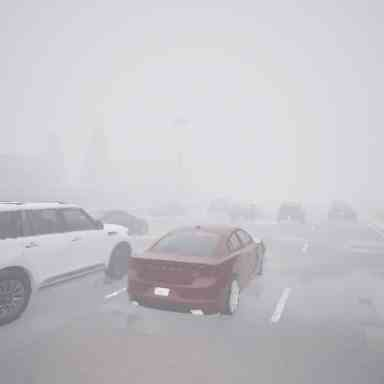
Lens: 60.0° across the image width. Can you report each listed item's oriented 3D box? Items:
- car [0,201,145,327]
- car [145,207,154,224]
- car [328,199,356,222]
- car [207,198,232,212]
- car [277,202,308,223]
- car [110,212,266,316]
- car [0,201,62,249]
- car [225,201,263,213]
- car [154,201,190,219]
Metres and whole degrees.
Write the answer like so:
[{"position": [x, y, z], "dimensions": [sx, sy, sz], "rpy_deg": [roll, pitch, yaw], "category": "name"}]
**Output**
[{"position": [-3.469, 1.220, 7.406], "dimensions": [2.150, 2.045, 5.566], "rpy_deg": [0, 0, 22], "category": "car"}, {"position": [-3.840, 1.526, 15.729], "dimensions": [1.812, 1.442, 4.674], "rpy_deg": [0, 0, 22], "category": "car"}, {"position": [11.998, 1.564, 26.681], "dimensions": [1.994, 1.385, 4.181], "rpy_deg": [0, 0, 22], "category": "car"}, {"position": [3.114, 1.353, 32.688], "dimensions": [2.097, 1.767, 4.553], "rpy_deg": [0, 0, 22], "category": "car"}, {"position": [7.693, 1.505, 25.412], "dimensions": [1.837, 1.490, 4.892], "rpy_deg": [0, 0, 22], "category": "car"}, {"position": [0.446, 1.477, 7.729], "dimensions": [1.882, 1.535, 5.008], "rpy_deg": [0, 0, 22], "category": "car"}, {"position": [-8.137, 1.355, 14.473], "dimensions": [2.097, 1.767, 4.553], "rpy_deg": [0, 0, 22], "category": "car"}, {"position": [4.453, 1.601, 26.734], "dimensions": [1.895, 1.301, 4.718], "rpy_deg": [0, 0, 22], "category": "car"}, {"position": [-1.913, 1.548, 29.647], "dimensions": [2.033, 1.411, 5.357], "rpy_deg": [0, 0, 22], "category": "car"}]
